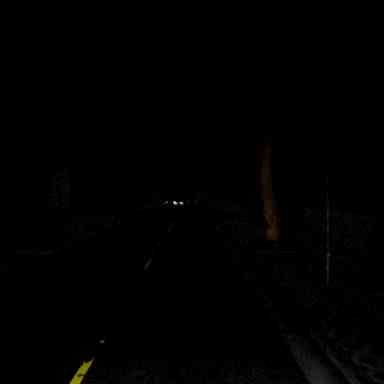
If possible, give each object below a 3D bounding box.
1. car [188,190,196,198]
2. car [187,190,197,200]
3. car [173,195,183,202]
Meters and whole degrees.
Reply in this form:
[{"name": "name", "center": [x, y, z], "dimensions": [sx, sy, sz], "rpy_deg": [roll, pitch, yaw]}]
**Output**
[{"name": "car", "center": [0.021, 0.473, 84.486], "dimensions": [2.150, 2.045, 5.566], "rpy_deg": [0, 1, 0]}, {"name": "car", "center": [0.019, 0.772, 74.068], "dimensions": [2.150, 2.045, 5.566], "rpy_deg": [0, 1, 0]}, {"name": "car", "center": [-2.736, 1.198, 66.996], "dimensions": [1.994, 1.385, 4.181], "rpy_deg": [0, 1, 0]}]
